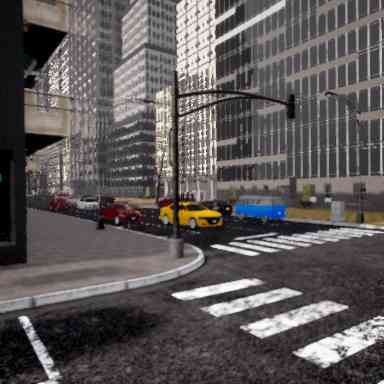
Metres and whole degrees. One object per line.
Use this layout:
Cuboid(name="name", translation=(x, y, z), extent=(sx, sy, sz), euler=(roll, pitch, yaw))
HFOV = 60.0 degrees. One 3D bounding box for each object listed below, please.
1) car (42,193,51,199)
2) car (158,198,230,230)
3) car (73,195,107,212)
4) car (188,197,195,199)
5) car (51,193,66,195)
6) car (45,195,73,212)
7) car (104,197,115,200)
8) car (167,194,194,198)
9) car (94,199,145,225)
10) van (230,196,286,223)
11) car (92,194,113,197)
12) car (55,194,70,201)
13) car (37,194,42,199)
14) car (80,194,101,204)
Cuboid(name="car", translation=(-33.298, 1.015, 78.302), extent=(1.967, 1.590, 4.097), euler=(-1, 1, -35))
Cuboid(name="car", translation=(-0.134, 1.405, 21.200), extent=(1.882, 1.535, 5.008), euler=(-1, 1, -35))
Cuboid(name="car", translation=(-11.521, 1.364, 37.373), extent=(1.812, 1.442, 4.674), euler=(-1, 1, -35))
Cuboid(name="car", translation=(1.706, 1.383, 28.649), extent=(1.947, 1.339, 4.313), euler=(-1, 1, -35))
Cuboid(name="car", translation=(-22.892, 1.042, 59.027), extent=(2.097, 1.767, 4.553), euler=(-1, 1, -35))
Cuboid(name="car", translation=(-14.690, 1.414, 37.364), extent=(1.887, 1.381, 4.507), euler=(-1, 1, -35))
Cuboid(name="car", translation=(-5.817, 1.446, 29.269), extent=(1.994, 1.385, 4.181), euler=(-1, 1, -35))
Cuboid(name="car", translation=(-1.478, 1.107, 33.161), extent=(2.192, 1.841, 5.009), euler=(-1, 1, -35))
Cuboid(name="car", translation=(-5.144, 1.487, 23.823), extent=(1.887, 1.381, 4.507), euler=(-1, 1, -35))
Cuboid(name="van", translation=(4.887, 1.184, 24.133), extent=(1.690, 1.788, 3.998), euler=(-1, 1, -35))
Cuboid(name="car", translation=(-13.181, 1.199, 50.548), extent=(1.837, 1.490, 4.892), euler=(-1, 1, -35))
Cuboid(name="car", translation=(-26.933, 1.177, 69.275), extent=(1.947, 1.339, 4.313), euler=(-1, 1, -35))
Cuboid(name="car", translation=(-36.479, 1.107, 82.817), extent=(2.008, 1.369, 4.403), euler=(-1, 1, -35))
Cuboid(name="car", translation=(-17.219, 1.143, 56.266), extent=(1.882, 1.535, 5.008), euler=(-1, 1, -35))
